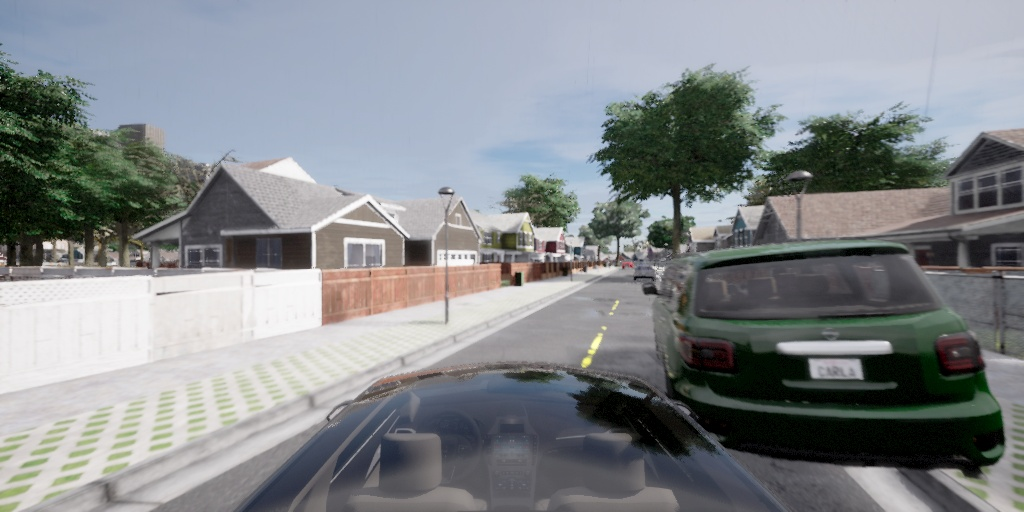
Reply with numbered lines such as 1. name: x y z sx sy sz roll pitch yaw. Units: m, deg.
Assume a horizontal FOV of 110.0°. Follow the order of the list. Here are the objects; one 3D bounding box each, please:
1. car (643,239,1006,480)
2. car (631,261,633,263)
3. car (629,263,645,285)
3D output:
1. car: 3.183 0.916 5.071 2.150 2.045 5.566 -6 -2 19
2. car: 15.937 1.636 43.675 2.128 1.511 4.902 0 -1 20
3. car: 12.324 1.585 33.494 2.033 1.411 5.357 0 -1 21
